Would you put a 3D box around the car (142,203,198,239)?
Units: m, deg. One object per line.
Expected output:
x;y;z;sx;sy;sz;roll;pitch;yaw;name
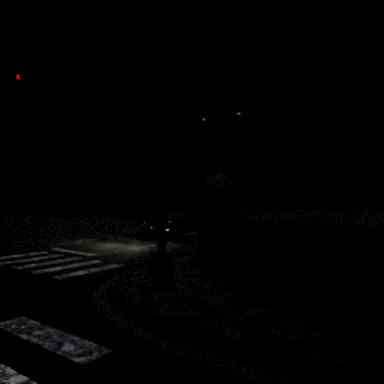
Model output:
-0.662;1.690;20.800;2.150;2.045;5.566;-1;-1;35;car
